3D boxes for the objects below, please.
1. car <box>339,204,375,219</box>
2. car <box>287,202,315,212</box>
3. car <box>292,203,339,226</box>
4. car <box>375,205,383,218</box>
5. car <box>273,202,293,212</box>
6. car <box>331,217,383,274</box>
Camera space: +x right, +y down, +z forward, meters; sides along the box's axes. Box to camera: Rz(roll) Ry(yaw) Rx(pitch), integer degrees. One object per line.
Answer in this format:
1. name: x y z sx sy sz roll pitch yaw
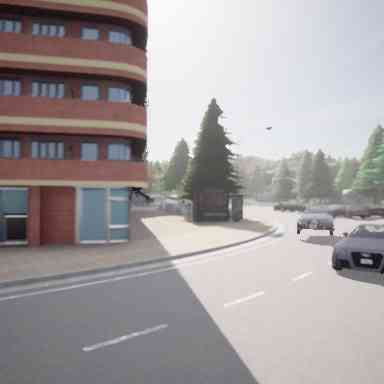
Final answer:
1. car: 17.176 2.159 36.405 2.033 1.411 5.357 0 -1 -4
2. car: 17.742 2.435 54.573 2.033 1.411 5.357 0 -1 -11
3. car: 7.035 1.486 18.649 1.812 1.442 4.674 0 -1 25
4. car: 20.329 2.133 38.544 1.882 1.535 5.008 0 -1 -5
5. car: 14.593 2.354 52.788 1.837 1.490 4.892 0 -1 -10
6. car: 5.982 1.750 10.741 1.994 1.385 4.181 0 -1 37
